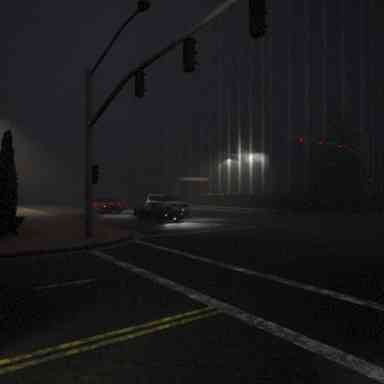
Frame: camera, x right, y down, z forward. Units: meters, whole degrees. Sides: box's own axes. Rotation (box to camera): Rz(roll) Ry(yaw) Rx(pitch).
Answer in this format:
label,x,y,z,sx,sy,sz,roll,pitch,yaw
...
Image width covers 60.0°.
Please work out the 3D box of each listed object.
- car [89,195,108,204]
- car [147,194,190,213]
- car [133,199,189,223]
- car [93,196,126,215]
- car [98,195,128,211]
label,x,y,z,sx,sy,sz,roll,pitch,yaw
car,-18.680,1.478,66.225,1.882,1.535,5.008,0,0,-36
car,-2.417,1.221,31.579,2.150,2.045,5.566,0,0,-36
car,-2.801,1.547,26.155,2.033,1.411,5.357,0,0,-36
car,-8.974,1.352,34.657,2.097,1.767,4.553,0,0,-36
car,-10.040,1.352,42.085,2.097,1.767,4.553,0,0,-36
